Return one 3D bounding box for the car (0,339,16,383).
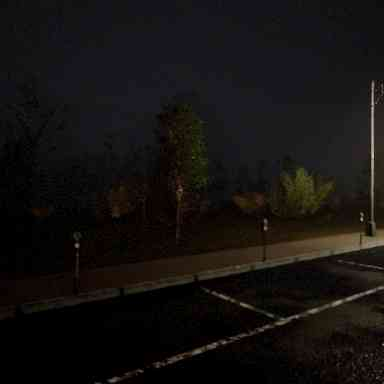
[{"bbox_3d":[-3.096,1.492,0.863,4.902,1.511,2.128,0,0,-35],"label":"car"}]
